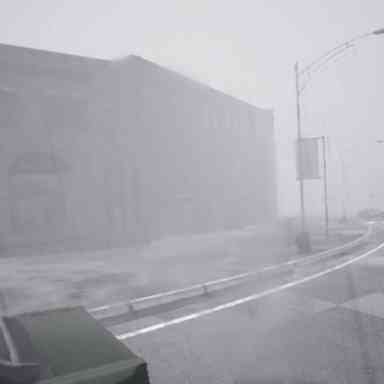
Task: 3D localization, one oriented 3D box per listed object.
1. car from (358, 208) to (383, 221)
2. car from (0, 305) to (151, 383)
[{"bbox_3d":[20.498,2.515,37.927,2.033,1.411,5.357,-3,-3,12],"label":"car"},{"bbox_3d":[-2.764,1.624,2.186,4.718,1.301,1.895,0,0,-36],"label":"car"}]
